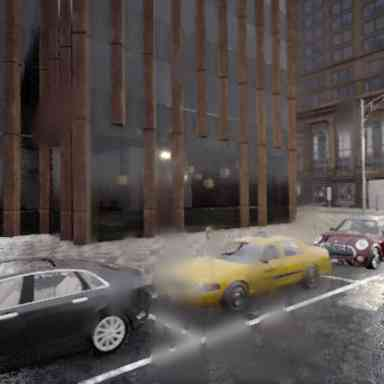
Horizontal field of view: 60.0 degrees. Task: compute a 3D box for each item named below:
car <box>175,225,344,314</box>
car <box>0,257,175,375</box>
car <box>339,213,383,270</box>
[{"bbox_3d":[1.509,1.668,7.984,4.829,1.417,1.752,0,-1,-39],"label":"car"},{"bbox_3d":[-2.660,1.681,4.624,4.403,1.369,2.008,0,-1,-39],"label":"car"},{"bbox_3d":[5.941,1.594,11.559,4.097,1.590,1.967,0,-1,-39],"label":"car"}]
